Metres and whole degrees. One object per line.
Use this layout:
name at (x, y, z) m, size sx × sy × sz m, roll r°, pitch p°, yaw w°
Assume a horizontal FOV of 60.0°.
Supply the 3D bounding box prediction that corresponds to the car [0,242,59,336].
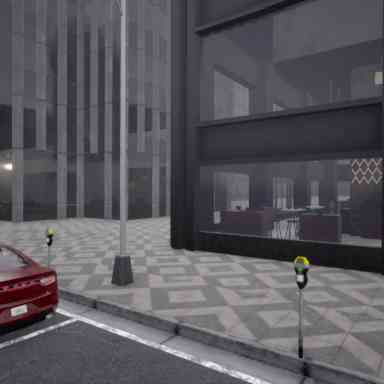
car at (-4.265, 1.544, 6.018) m, size 4.507 × 1.381 × 1.887 m, roll 0°, pitch 0°, yaw 36°
